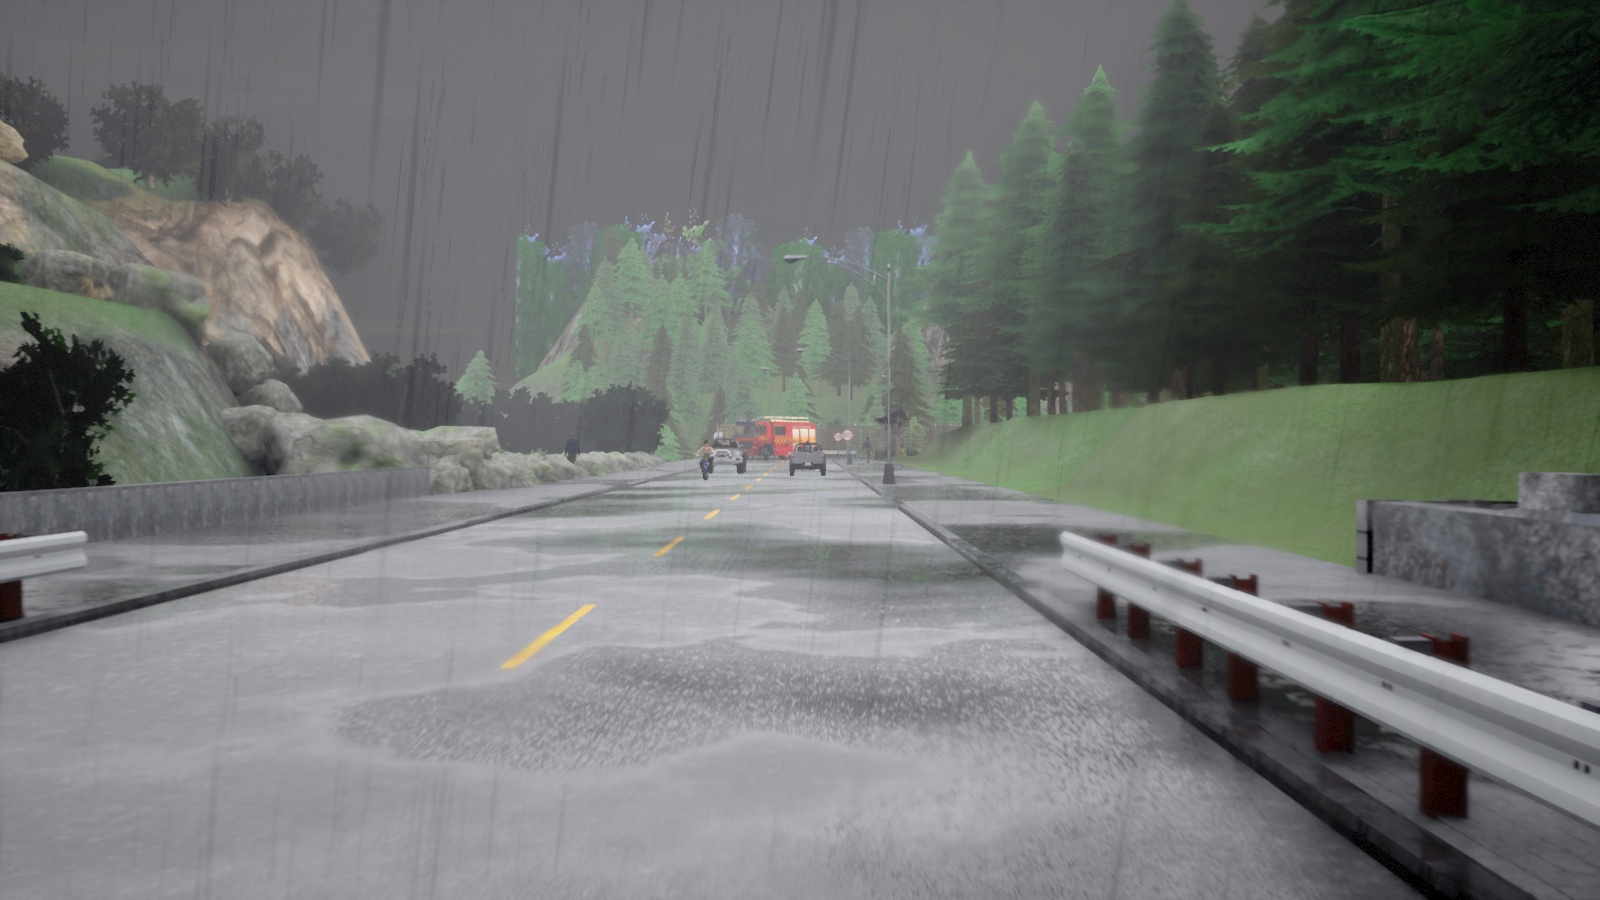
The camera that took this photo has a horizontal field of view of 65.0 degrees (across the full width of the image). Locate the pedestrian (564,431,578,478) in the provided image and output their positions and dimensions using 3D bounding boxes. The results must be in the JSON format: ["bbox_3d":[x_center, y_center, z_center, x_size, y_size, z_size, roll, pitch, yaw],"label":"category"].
[{"bbox_3d":[-9.087,0.168,49.850,0.402,1.842,0.726,0,0,-21],"label":"pedestrian"}]

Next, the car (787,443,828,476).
[{"bbox_3d":[0.357,0.430,58.441,1.845,1.501,3.633,0,0,0],"label":"car"}]

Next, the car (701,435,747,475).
[{"bbox_3d":[-3.633,0.219,60.594,1.932,1.855,4.605,0,0,0],"label":"car"}]
